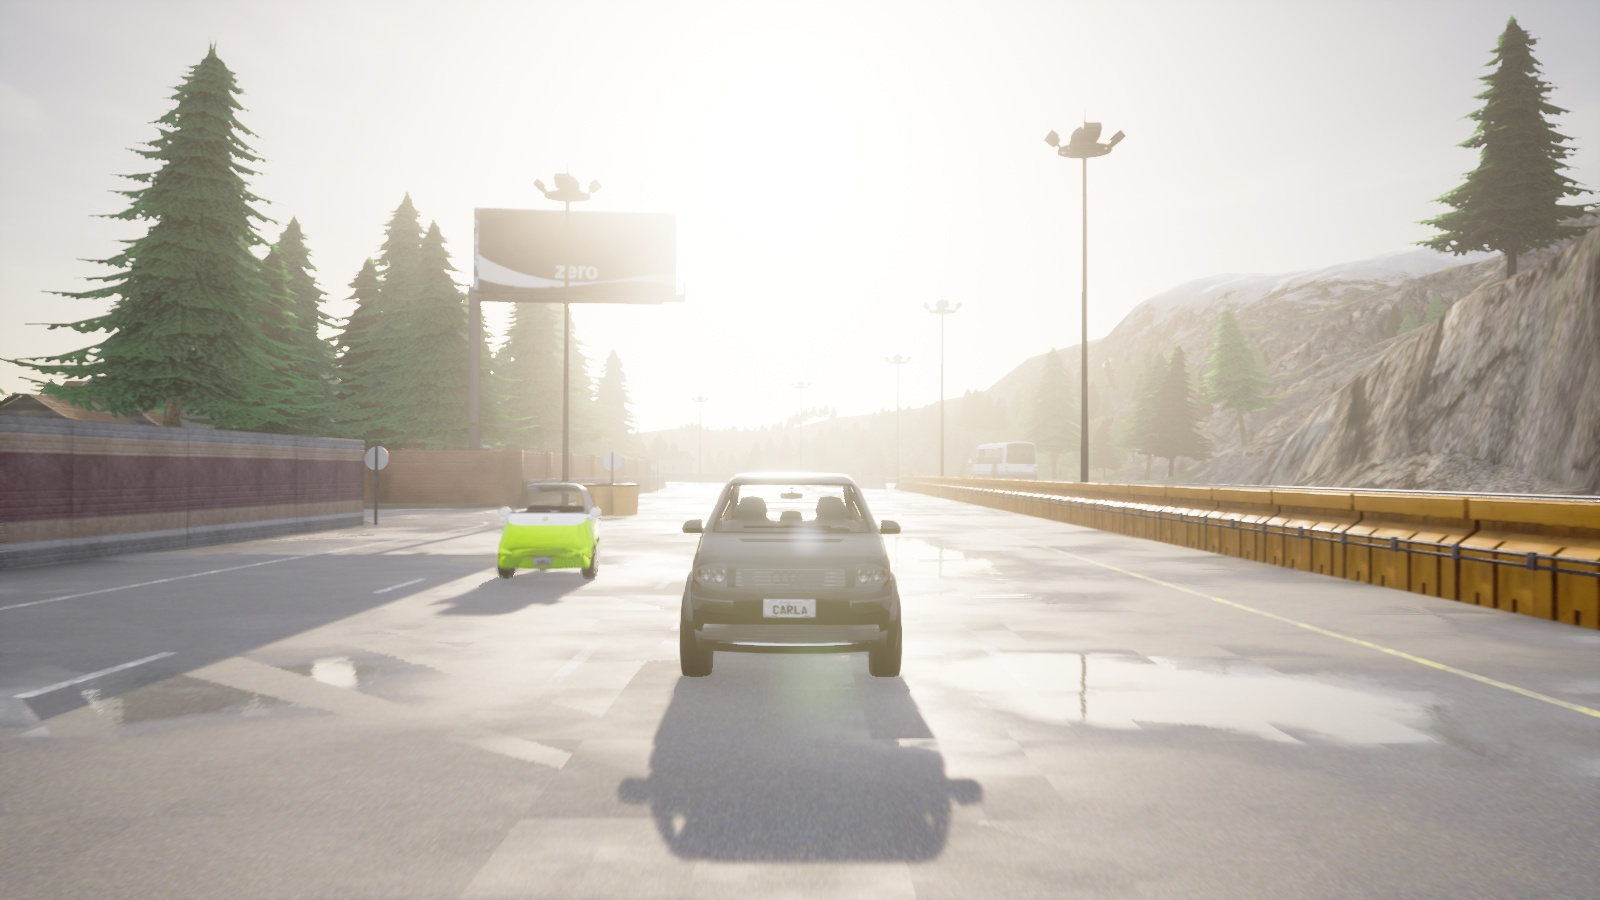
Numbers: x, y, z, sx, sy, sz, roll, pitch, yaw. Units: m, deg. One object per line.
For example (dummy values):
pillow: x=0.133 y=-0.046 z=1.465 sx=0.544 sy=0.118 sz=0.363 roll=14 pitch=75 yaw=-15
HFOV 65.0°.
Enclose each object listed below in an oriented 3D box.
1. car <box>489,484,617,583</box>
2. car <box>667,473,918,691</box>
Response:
car: x=-3.618 y=1.197 z=18.683 sx=1.481 sy=1.376 sz=2.207 roll=0 pitch=-1 yaw=0
car: x=-0.066 y=0.975 z=10.825 sx=1.789 sy=1.549 sz=3.705 roll=0 pitch=-1 yaw=0
